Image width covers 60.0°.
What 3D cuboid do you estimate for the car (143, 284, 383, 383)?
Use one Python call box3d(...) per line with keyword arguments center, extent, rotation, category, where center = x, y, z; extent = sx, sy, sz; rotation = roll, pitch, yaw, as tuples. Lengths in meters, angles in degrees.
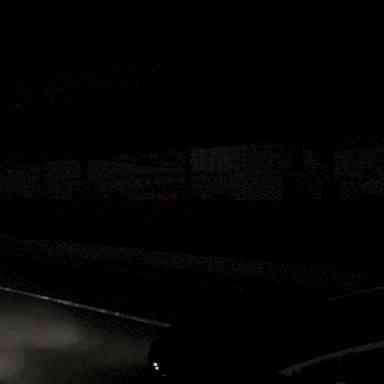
box3d(center=(1.869, 1.490, 2.448), extent=(4.902, 1.511, 2.128), rotation=(0, 0, 28), category="car")
